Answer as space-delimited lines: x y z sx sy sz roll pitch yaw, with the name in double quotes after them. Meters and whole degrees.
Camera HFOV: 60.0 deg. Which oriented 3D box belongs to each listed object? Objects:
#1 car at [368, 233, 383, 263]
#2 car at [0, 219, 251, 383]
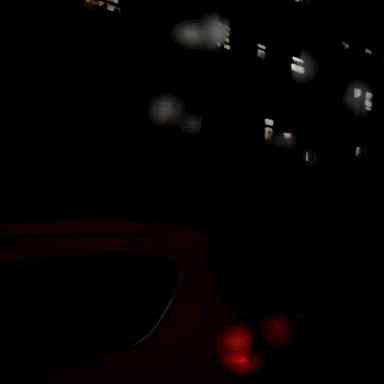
8.039 1.781 11.727 4.313 1.339 1.947 1 -1 -34 "car"
-2.166 1.237 1.692 5.566 2.045 2.150 1 -1 -34 "car"
